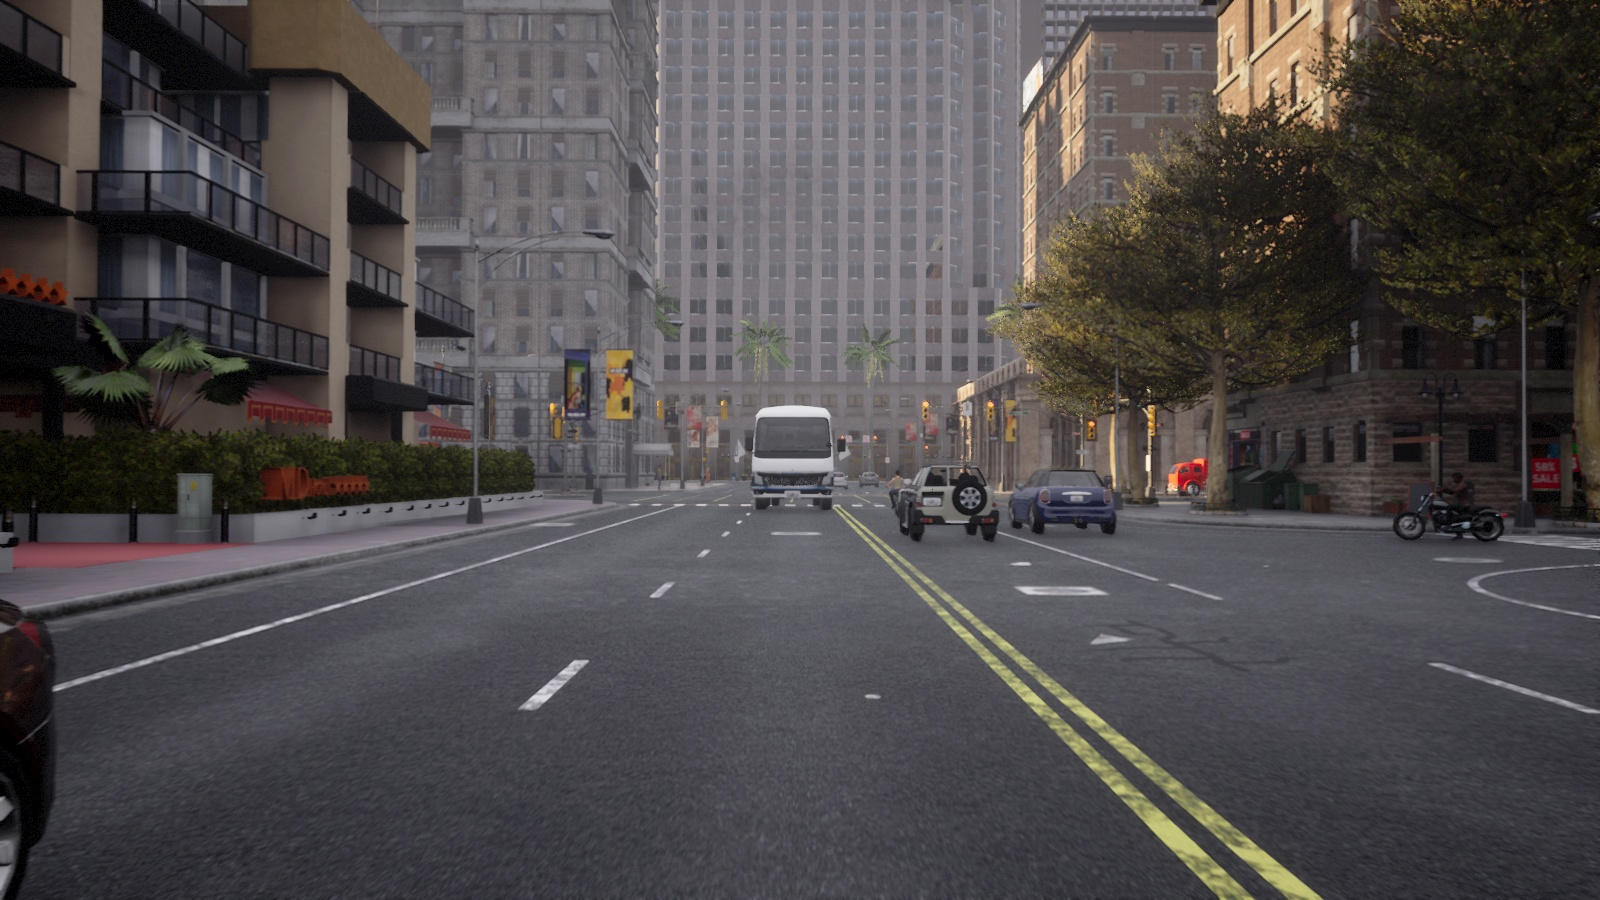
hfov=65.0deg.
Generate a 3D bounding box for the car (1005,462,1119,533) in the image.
[{"bbox_3d":[6.917,1.223,33.653,2.097,1.767,4.553,0,-1,0],"label":"car"}]

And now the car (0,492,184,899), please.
[{"bbox_3d":[-3.507,0.873,2.547,2.163,1.488,4.792,0,-1,0],"label":"car"}]

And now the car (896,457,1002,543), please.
[{"bbox_3d":[3.426,1.128,29.732,1.932,1.855,4.605,0,-1,0],"label":"car"}]

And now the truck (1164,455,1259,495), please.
[{"bbox_3d":[26.539,1.610,81.155,5.204,2.467,2.627,0,-1,0],"label":"truck"}]

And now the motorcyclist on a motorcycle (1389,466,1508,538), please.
[{"bbox_3d":[15.104,1.208,29.330,2.350,1.649,0.766,-1,-1,18],"label":"motorcyclist on a motorcycle"}]

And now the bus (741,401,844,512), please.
[{"bbox_3d":[-0.214,0.356,53.467,3.944,4.253,10.273,0,-1,1],"label":"bus"}]
